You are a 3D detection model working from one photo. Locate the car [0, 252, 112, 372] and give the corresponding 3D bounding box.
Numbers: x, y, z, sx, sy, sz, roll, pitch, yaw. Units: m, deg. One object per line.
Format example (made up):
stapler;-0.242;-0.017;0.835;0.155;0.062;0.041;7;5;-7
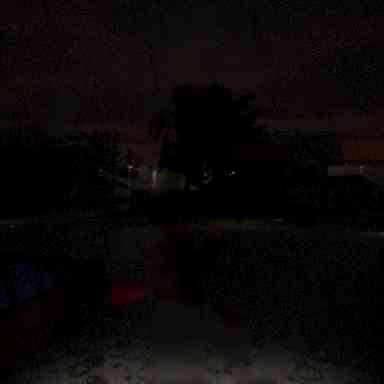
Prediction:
car;-3.000;1.575;4.211;2.033;1.411;5.357;0;0;15
